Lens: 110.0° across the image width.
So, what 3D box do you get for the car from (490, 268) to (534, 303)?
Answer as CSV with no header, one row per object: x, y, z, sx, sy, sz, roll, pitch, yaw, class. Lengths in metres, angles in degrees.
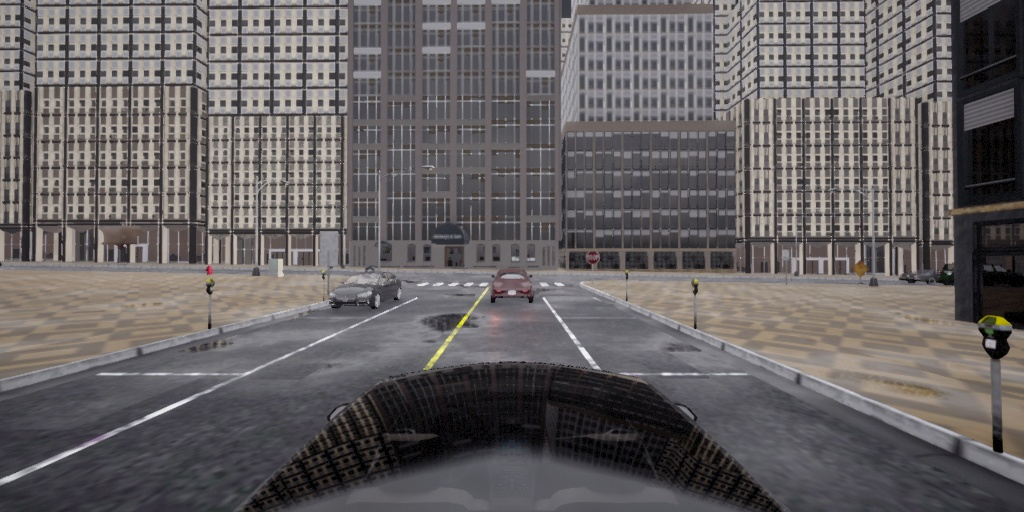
0.001,1.286,16.499,1.812,1.442,4.674,0,0,0,car

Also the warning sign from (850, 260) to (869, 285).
26.598,1.248,27.348,1.060,1.860,1.300,0,0,1,warning sign

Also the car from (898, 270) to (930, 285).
39.335,1.965,33.295,5.357,1.411,2.033,1,-1,1,car

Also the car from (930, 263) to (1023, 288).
39.330,1.627,30.048,5.566,2.045,2.150,1,-1,1,car

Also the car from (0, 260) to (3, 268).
-52.059,0.483,34.432,4.674,1.442,1.812,1,-1,1,car

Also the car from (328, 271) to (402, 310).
-5.818,1.302,14.682,2.007,1.370,4.403,0,0,0,car
